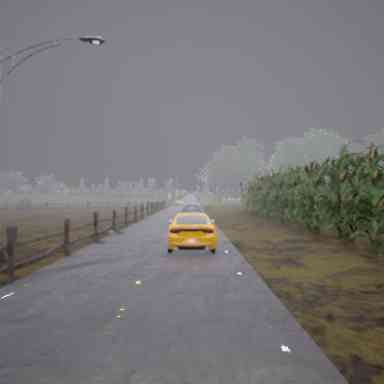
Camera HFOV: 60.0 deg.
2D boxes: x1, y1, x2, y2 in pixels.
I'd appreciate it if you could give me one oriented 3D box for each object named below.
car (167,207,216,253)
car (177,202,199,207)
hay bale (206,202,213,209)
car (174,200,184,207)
[{"bbox_3d":[-0.009,1.628,14.478,1.882,1.535,5.008,0,0,0],"label":"car"},{"bbox_3d":[-0.028,1.872,29.006,2.033,1.411,5.357,0,-1,0],"label":"car"},{"bbox_3d":[3.055,2.387,59.182,1.220,1.180,1.240,-1,-2,0],"label":"hay bale"},{"bbox_3d":[-2.821,2.357,71.011,1.882,1.535,5.008,0,-1,0],"label":"car"}]
